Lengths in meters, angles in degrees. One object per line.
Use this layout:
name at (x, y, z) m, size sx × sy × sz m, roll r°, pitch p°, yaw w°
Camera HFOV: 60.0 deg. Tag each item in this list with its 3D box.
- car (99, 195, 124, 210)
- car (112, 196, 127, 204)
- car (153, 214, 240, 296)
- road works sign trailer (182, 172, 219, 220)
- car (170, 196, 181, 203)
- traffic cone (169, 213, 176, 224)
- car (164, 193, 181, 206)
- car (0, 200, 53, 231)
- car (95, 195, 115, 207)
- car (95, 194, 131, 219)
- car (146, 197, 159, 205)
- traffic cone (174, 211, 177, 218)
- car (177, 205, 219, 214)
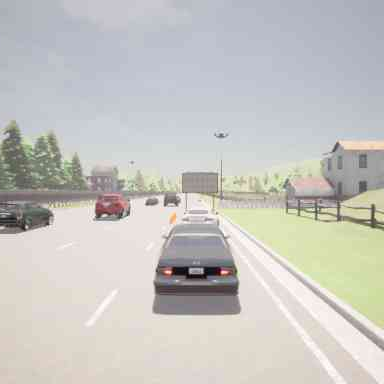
car at (-10.338, 1.351, 42.966) m, size 2.097 × 1.767 × 4.553 m, roll 0°, pitch 0°, yaw 0°
car at (-13.813, 1.525, 63.738) m, size 1.812 × 1.442 × 4.674 m, roll 0°, pitch 0°, yaw 0°
car at (0.110, 1.547, 8.825) m, size 2.033 × 1.411 × 5.357 m, roll 0°, pitch 0°, yaw 1°
road works sign trailer at (0.518, 0.464, 22.069) m, size 2.380 × 3.560 × 2.880 m, roll 0°, pitch 0°, yaw -3°
car at (-3.307, 1.564, 68.577) m, size 1.994 × 1.385 × 4.181 m, roll 0°, pitch 0°, yaw 0°
traffic cone at (-1.456, 1.955, 23.181) m, size 0.340 × 0.580 × 0.340 m, roll 0°, pitch 0°, yaw 0°
car at (-3.327, 1.221, 53.362) m, size 2.150 × 2.045 × 5.566 m, roll 0°, pitch 0°, yaw 0°
car at (-10.372, 1.353, 20.550) m, size 2.097 × 1.767 × 4.553 m, roll 0°, pitch 0°, yaw 0°
car at (-13.829, 1.352, 53.136) m, size 2.097 × 1.767 × 4.553 m, roll 0°, pitch 0°, yaw 0°
car at (-6.859, 1.221, 29.289) m, size 2.150 × 2.045 × 5.566 m, roll 0°, pitch 0°, yaw 0°
car at (-6.822, 1.563, 57.718) m, size 1.994 × 1.385 × 4.181 m, roll 0°, pitch 0°, yaw 0°
traffic cone at (-1.453, 1.955, 25.181) m, size 0.340 × 0.580 × 0.340 m, roll 0°, pitch 0°, yaw 0°
car at (0.480, 1.540, 18.455) m, size 1.812 × 1.442 × 4.674 m, roll -1°, pitch -1°, yaw 6°
